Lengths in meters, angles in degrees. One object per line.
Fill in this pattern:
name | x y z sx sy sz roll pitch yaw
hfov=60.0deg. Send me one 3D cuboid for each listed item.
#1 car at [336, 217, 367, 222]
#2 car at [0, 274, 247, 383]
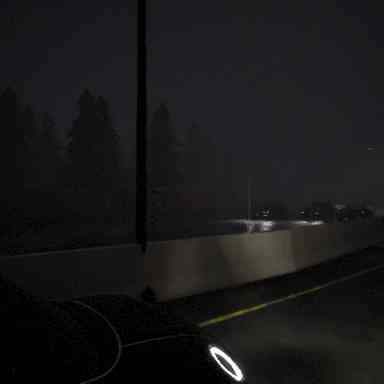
car | 11.895 1.661 24.281 1.994 1.385 4.181 0 0 40
car | -1.719 1.355 2.218 4.553 1.767 2.097 0 0 -34
